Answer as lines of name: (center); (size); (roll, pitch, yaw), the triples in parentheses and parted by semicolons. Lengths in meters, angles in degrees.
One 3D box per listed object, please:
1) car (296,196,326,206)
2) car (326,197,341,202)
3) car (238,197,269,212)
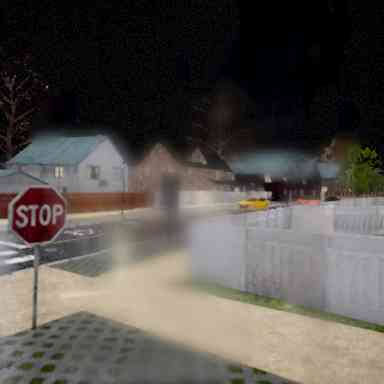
car: (15.029, 1.293, 42.570); (2.097, 1.767, 4.553); (4, 3, 39)
car: (21.282, 1.427, 50.361); (1.812, 1.442, 4.674); (4, 3, 41)
car: (6.805, 1.276, 36.435); (1.882, 1.535, 5.008); (4, 2, 36)
